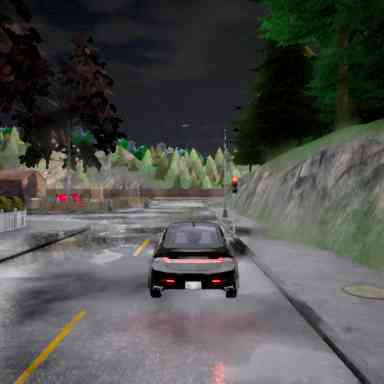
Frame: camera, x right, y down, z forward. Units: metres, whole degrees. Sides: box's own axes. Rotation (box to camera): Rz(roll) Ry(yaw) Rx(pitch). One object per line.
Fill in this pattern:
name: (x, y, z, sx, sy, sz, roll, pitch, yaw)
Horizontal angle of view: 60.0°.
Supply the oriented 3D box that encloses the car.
car: (0.048, 1.492, 8.504, 2.128, 1.511, 4.902, 0, 0, 1)
